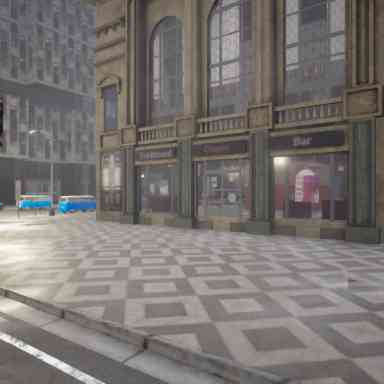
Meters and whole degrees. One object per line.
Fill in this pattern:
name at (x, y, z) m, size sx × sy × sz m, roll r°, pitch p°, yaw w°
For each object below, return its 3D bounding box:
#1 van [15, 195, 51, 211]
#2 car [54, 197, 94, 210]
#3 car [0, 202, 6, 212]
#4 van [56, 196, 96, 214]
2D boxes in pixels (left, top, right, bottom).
van at (-18.549, 1.292, 39.116) m, size 1.690 × 1.788 × 3.998 m, roll 0°, pitch 0°, yaw 36°
car at (-15.375, 1.466, 43.544) m, size 1.752 × 1.417 × 4.829 m, roll 0°, pitch 0°, yaw 36°
car at (-21.822, 1.513, 34.550) m, size 2.008 × 1.369 × 4.403 m, roll 0°, pitch 0°, yaw 36°
van at (-11.619, 1.282, 34.150) m, size 1.690 × 1.788 × 3.998 m, roll 0°, pitch 0°, yaw 36°
